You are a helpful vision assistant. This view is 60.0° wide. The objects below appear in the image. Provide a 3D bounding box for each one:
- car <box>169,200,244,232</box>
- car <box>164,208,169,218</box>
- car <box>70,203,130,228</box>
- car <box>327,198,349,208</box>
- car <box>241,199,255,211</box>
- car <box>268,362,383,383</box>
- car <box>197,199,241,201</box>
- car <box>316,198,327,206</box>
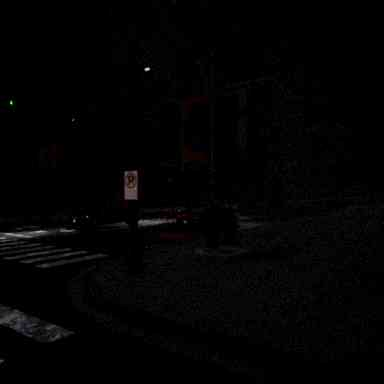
[{"bbox_3d":[1.054,1.511,20.376,1.882,1.535,5.008,0,0,35],"label":"car"},{"bbox_3d":[-0.408,1.638,29.932,1.895,1.301,4.718,0,0,36],"label":"car"},{"bbox_3d":[-5.767,1.513,22.325,2.128,1.511,4.902,0,0,36],"label":"car"},{"bbox_3d":[22.858,1.611,51.226,2.128,1.511,4.902,0,0,35],"label":"car"},{"bbox_3d":[5.620,1.550,38.424,2.128,1.511,4.902,0,0,35],"label":"car"},{"bbox_3d":[2.209,1.551,1.270,4.403,1.369,2.008,0,0,36],"label":"car"},{"bbox_3d":[1.769,1.391,27.017,2.097,1.767,4.553,0,0,35],"label":"car"},{"bbox_3d":[22.077,1.650,55.749,1.812,1.442,4.674,0,0,35],"label":"car"}]
